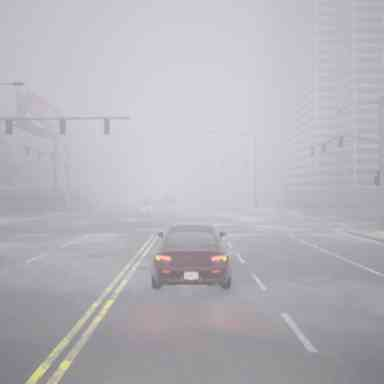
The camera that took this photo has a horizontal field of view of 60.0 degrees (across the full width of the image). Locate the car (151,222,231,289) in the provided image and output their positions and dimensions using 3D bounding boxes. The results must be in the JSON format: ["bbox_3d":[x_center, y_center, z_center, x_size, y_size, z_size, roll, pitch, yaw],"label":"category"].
[{"bbox_3d":[-0.019,1.545,9.088,1.812,1.442,4.674,0,0,0],"label":"car"}]

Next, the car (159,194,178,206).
[{"bbox_3d":[-4.104,1.345,58.634,2.150,2.045,5.566,0,0,0],"label":"car"}]

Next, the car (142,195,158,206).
[{"bbox_3d":[-7.602,1.724,58.083,1.895,1.301,4.718,0,0,0],"label":"car"}]

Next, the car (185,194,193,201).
[{"bbox_3d":[-0.847,1.371,89.167,2.097,1.767,4.553,0,0,-1],"label":"car"}]

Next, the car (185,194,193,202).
[{"bbox_3d":[-0.752,1.750,79.261,1.895,1.301,4.718,0,0,-1],"label":"car"}]

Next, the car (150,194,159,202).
[{"bbox_3d":[-7.698,1.680,73.617,1.812,1.442,4.674,0,0,-1],"label":"car"}]

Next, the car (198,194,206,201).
[{"bbox_3d":[2.653,1.370,89.200,2.097,1.767,4.553,0,0,-1],"label":"car"}]

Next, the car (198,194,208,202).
[{"bbox_3d":[2.752,1.680,78.912,2.128,1.511,4.902,0,0,-1],"label":"car"}]

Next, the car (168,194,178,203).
[{"bbox_3d":[-4.205,1.381,74.377,2.150,2.045,5.566,0,0,-1],"label":"car"}]
